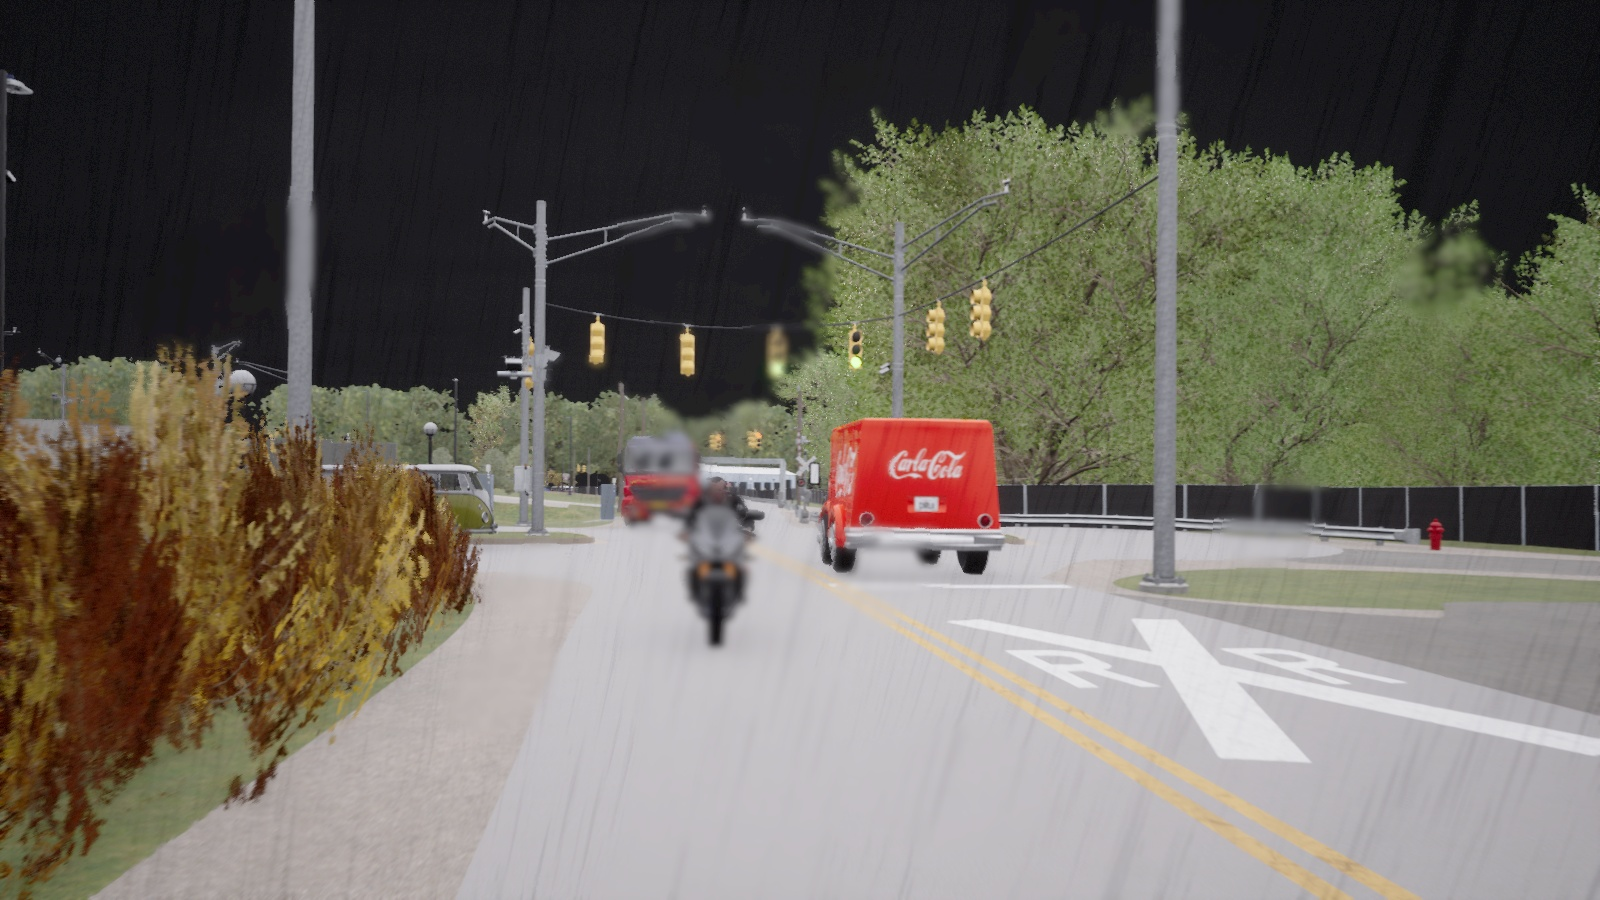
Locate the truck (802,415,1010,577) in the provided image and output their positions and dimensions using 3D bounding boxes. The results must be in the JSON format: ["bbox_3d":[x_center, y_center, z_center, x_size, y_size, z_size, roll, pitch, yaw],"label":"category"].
[{"bbox_3d":[1.642,0.809,21.807,2.627,2.467,5.204,0,-2,-6],"label":"truck"}]

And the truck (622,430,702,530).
[{"bbox_3d":[-5.663,1.300,52.631,2.891,3.827,8.468,-1,-2,-3],"label":"truck"}]

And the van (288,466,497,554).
[{"bbox_3d":[-9.533,1.401,29.714,4.442,1.987,1.775,0,-2,-7],"label":"van"}]

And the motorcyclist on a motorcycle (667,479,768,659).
[{"bbox_3d":[-0.774,1.046,11.883,0.866,1.530,2.191,0,-1,-4],"label":"motorcyclist on a motorcycle"}]
